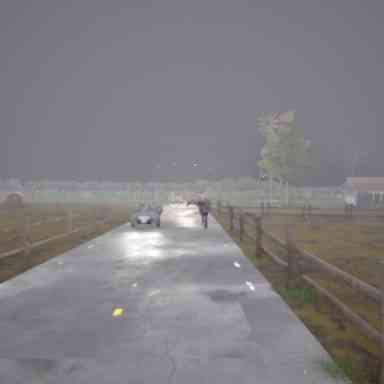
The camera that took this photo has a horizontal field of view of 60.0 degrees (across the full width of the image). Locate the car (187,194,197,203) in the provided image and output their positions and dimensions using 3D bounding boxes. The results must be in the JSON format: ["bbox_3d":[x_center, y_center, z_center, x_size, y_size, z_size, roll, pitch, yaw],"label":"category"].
[{"bbox_3d":[0.020,1.486,74.367,2.150,2.045,5.566,0,-1,0],"label":"car"}]

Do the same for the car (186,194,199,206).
[{"bbox_3d":[0.104,1.584,55.680,1.837,1.490,4.892,0,-1,0],"label":"car"}]

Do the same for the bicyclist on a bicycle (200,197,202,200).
[{"bbox_3d":[0.765,1.347,29.313,0.659,1.776,1.843,0,0,0],"label":"bicyclist on a bicycle"}]

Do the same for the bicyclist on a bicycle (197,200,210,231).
[{"bbox_3d":[0.762,1.417,19.363,0.582,1.620,1.656,0,0,0],"label":"bicyclist on a bicycle"}]

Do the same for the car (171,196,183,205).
[{"bbox_3d":[-2.755,1.497,63.605,2.097,1.767,4.553,0,-1,1],"label":"car"}]

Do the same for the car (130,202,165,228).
[{"bbox_3d":[-2.841,1.459,22.154,2.128,1.511,4.902,0,0,0],"label":"car"}]
